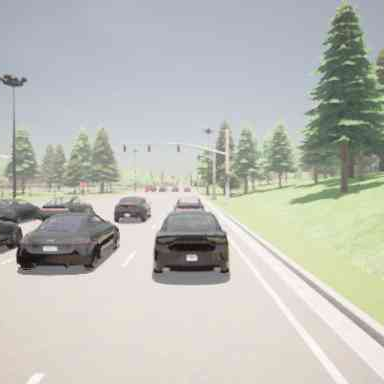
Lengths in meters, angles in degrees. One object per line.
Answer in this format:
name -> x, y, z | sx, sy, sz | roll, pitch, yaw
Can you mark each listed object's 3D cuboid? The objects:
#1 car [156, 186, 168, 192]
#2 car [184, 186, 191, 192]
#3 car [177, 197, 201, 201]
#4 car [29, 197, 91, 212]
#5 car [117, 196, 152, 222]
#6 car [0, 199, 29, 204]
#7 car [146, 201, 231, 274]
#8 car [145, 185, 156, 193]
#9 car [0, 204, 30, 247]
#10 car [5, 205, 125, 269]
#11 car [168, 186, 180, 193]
car -> -8.304, -0.634, 93.284 | 1.837, 1.490, 4.892 | 0, 1, -1
car -> -1.311, -0.594, 93.800 | 1.994, 1.385, 4.181 | 0, 1, -1
car -> -0.175, 1.045, 19.473 | 2.128, 1.511, 4.902 | 0, 1, -1
car -> -7.176, 1.047, 19.465 | 2.128, 1.511, 4.902 | 0, 1, -1
car -> -3.698, 1.019, 21.226 | 1.837, 1.490, 4.892 | 0, 1, -1
car -> -10.682, 1.110, 19.919 | 1.994, 1.385, 4.181 | 0, 1, -1
car -> -0.037, 1.251, 9.812 | 1.882, 1.535, 5.008 | 0, 1, -1
car -> -11.804, -0.907, 93.259 | 2.150, 2.045, 5.566 | 0, 1, -1
car -> -7.054, 1.294, 10.151 | 1.812, 1.442, 4.674 | 0, 1, -1
car -> -3.544, 1.327, 10.241 | 1.994, 1.385, 4.181 | 0, 1, -1
car -> -4.804, -0.611, 93.334 | 2.128, 1.511, 4.902 | 0, 1, -1
